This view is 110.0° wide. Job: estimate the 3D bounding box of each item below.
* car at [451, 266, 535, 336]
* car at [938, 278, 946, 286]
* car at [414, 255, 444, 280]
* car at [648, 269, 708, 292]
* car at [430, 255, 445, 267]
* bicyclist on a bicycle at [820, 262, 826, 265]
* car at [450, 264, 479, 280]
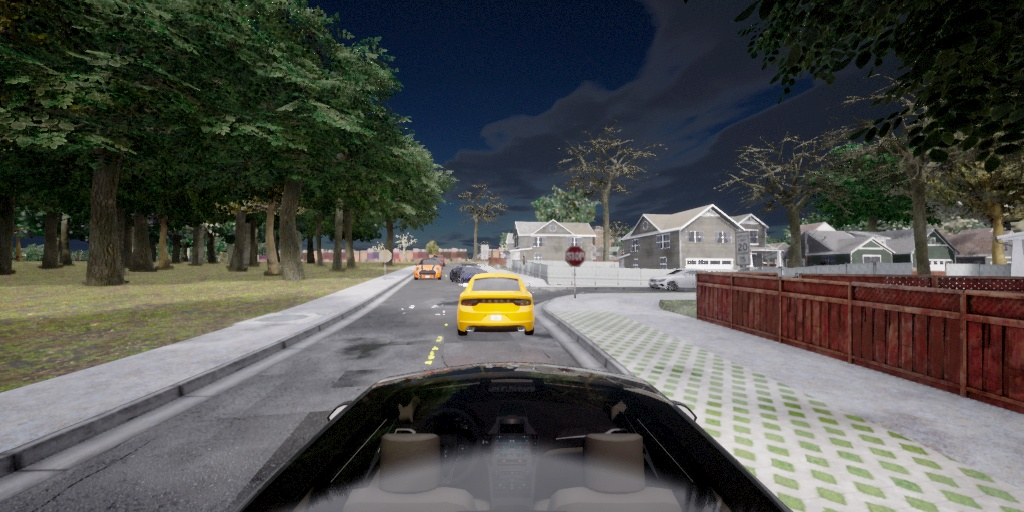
[{"bbox_3d":[-0.465,1.226,10.491,1.882,1.535,5.008,0,0,-3],"label":"car"},{"bbox_3d":[34.781,1.887,27.380,4.892,1.490,1.837,1,-3,-10],"label":"car"},{"bbox_3d":[-6.934,1.000,29.862,2.097,1.767,4.553,0,0,-11],"label":"car"},{"bbox_3d":[11.159,1.524,23.096,4.674,1.442,1.812,1,-3,-10],"label":"car"},{"bbox_3d":[-12.488,0.802,60.674,2.150,2.045,5.566,0,0,-8],"label":"car"},{"bbox_3d":[15.825,1.106,18.013,0.582,1.620,1.656,1,-3,-10],"label":"bicyclist on a bicycle"},{"bbox_3d":[-3.246,1.252,26.468,1.994,1.385,4.181,0,0,-23],"label":"car"}]
